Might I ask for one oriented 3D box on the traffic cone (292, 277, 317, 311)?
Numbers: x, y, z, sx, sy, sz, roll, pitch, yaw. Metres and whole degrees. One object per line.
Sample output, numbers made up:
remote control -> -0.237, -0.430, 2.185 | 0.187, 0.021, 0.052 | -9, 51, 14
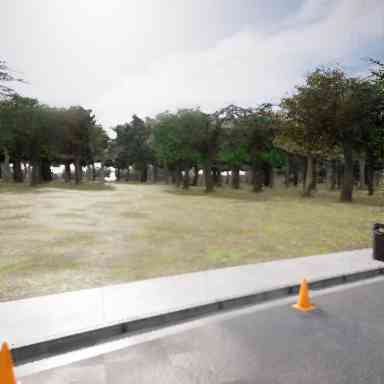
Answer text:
traffic cone -> 2.200, 1.960, 6.503 | 0.340, 0.580, 0.340 | 0, 0, -32

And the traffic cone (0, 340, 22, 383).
traffic cone -> -2.065, 1.940, 3.683 | 0.340, 0.580, 0.340 | 0, 0, -35
